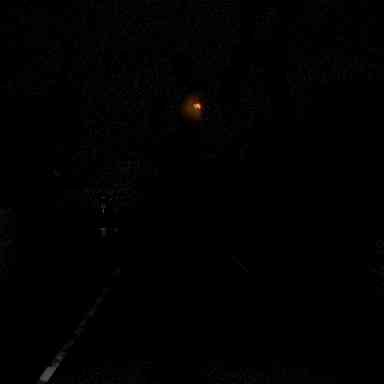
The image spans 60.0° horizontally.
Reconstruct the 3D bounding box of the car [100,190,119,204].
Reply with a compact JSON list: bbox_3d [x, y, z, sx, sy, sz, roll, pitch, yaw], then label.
[{"bbox_3d":[-9.746,0.526,39.169,1.812,1.442,4.674,-1,2,-17],"label":"car"}]
